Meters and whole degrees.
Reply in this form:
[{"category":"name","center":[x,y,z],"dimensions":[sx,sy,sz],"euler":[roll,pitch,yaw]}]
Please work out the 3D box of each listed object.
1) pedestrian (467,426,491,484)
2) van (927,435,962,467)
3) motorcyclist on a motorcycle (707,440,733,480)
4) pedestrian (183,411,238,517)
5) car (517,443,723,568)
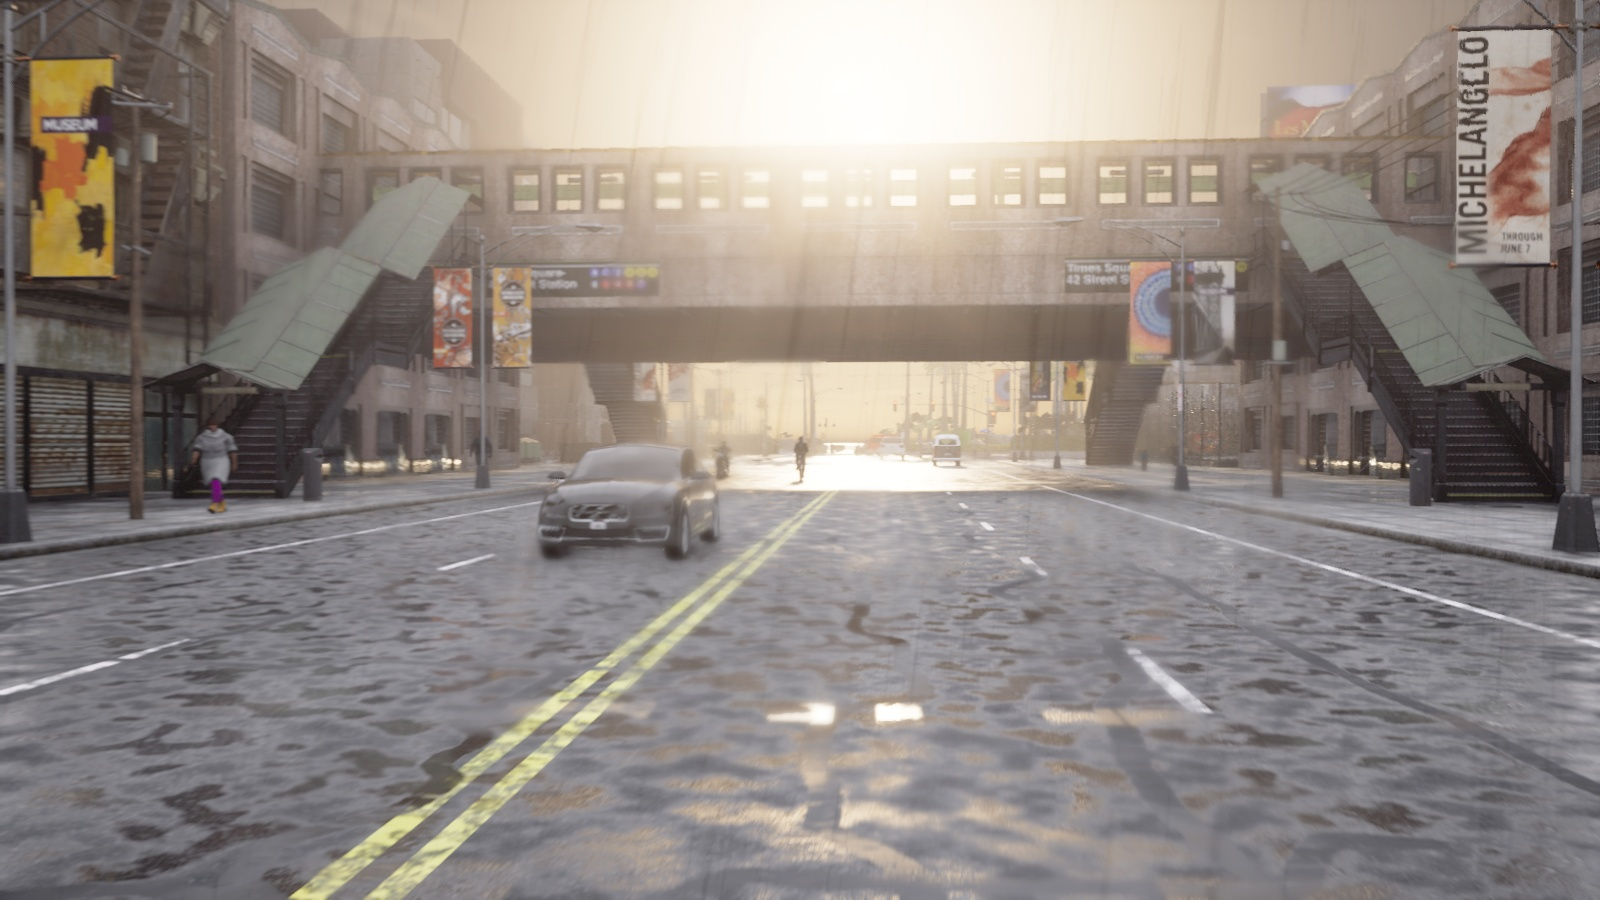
[{"category":"pedestrian","center":[-10.566,0.152,41.365],"dimensions":[0.563,1.883,0.849],"euler":[0,0,0]},{"category":"van","center":[9.437,0.020,82.366],"dimensions":[2.069,2.038,4.480],"euler":[0,0,4]},{"category":"motorcyclist on a motorcycle","center":[-3.317,0.395,52.460],"dimensions":[0.766,1.649,2.350],"euler":[0,1,5]},{"category":"pedestrian","center":[-11.077,0.252,23.604],"dimensions":[0.659,1.952,0.873],"euler":[0,0,-4]},{"category":"car","center":[-2.307,0.649,17.467],"dimensions":[1.837,1.490,4.892],"euler":[0,0,4]}]
